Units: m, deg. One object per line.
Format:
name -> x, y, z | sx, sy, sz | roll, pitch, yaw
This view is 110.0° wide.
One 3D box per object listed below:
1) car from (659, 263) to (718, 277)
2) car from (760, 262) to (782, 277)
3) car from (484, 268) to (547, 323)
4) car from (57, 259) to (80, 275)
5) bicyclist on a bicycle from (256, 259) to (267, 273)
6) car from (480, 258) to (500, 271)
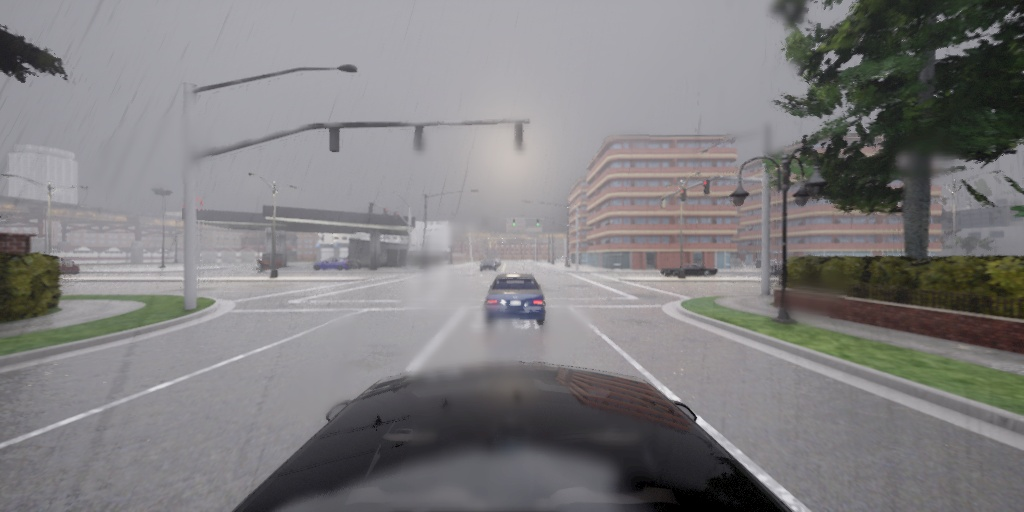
car -> 16.306, 1.338, 33.275 | 4.718, 1.301, 1.895 | 0, 0, -3
car -> 25.644, 1.226, 33.177 | 4.902, 1.511, 2.128 | 0, 0, 1
car -> 0.102, 1.293, 12.021 | 2.033, 1.411, 5.357 | 0, 0, 0
car -> -48.029, 1.089, 37.173 | 4.553, 1.767, 2.097 | 0, 0, 0
bicyclist on a bicycle -> -29.044, 1.165, 41.469 | 0.582, 1.620, 1.656 | -10, 5, 0
car -> -3.134, 1.084, 47.973 | 2.097, 1.767, 4.553 | 0, 0, 0
